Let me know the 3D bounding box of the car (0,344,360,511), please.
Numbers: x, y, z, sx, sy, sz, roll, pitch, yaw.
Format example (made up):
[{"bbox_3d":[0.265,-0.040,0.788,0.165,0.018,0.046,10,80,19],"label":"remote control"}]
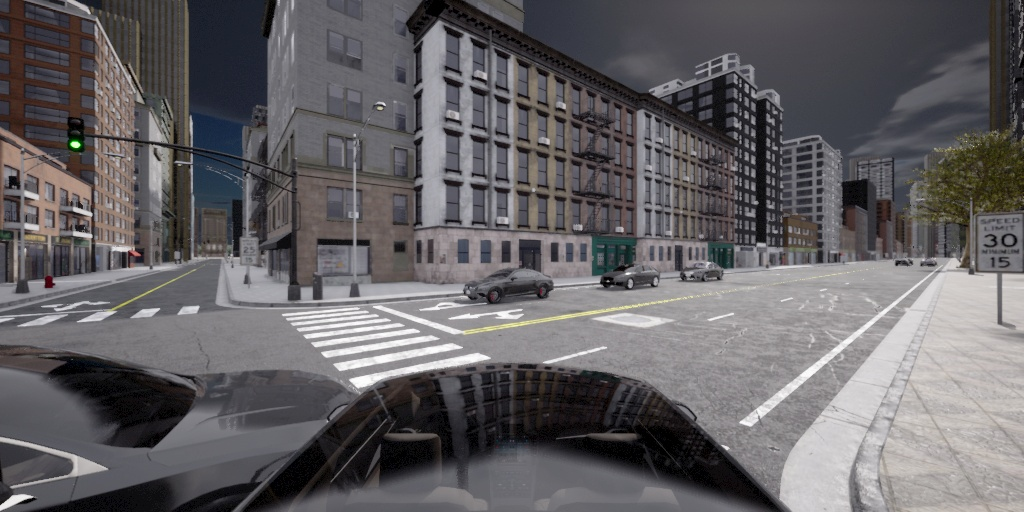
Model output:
[{"bbox_3d":[-3.224,1.257,1.765,4.892,1.490,1.837,0,0,-35],"label":"car"}]

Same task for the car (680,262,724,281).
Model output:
[{"bbox_3d":[15.632,1.235,29.451,4.902,1.511,2.128,0,0,-39],"label":"car"}]

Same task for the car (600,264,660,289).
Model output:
[{"bbox_3d":[7.629,1.258,22.972,4.892,1.490,1.837,0,0,-39],"label":"car"}]

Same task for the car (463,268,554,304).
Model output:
[{"bbox_3d":[-0.056,1.287,16.740,4.674,1.442,1.812,0,0,-39],"label":"car"}]
